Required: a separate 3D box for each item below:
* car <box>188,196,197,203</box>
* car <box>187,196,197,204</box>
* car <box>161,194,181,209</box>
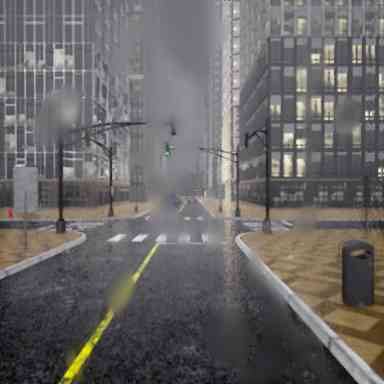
[{"bbox_3d":[0.015,1.735,76.996,2.033,1.411,5.357,0,0,0],"label":"car"},{"bbox_3d":[0.013,1.667,66.579,2.128,1.511,4.902,0,0,0],"label":"car"},{"bbox_3d":[-3.070,1.332,47.307,2.150,2.045,5.566,0,0,0],"label":"car"}]
